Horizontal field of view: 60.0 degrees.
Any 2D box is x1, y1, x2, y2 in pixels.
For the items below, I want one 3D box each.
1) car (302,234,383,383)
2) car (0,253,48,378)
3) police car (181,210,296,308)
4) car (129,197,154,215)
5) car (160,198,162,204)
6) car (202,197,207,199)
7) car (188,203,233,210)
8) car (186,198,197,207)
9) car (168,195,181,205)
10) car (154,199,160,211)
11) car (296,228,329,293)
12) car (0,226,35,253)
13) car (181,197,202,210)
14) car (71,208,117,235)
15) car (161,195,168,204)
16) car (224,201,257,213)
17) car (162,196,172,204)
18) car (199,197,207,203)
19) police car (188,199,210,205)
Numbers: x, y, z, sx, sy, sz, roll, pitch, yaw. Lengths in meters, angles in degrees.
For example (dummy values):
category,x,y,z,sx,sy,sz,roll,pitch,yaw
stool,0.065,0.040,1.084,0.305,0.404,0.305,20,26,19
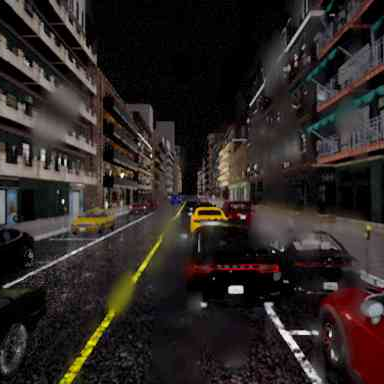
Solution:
category,x,y,z,sx,sy,sz,roll,pitch,yaw
car,2.689,1.456,2.991,1.967,1.590,4.097,0,0,0
car,-3.103,1.616,2.785,1.895,1.301,4.718,0,0,0
police car,0.753,1.467,8.237,1.930,1.638,5.238,0,0,0
car,-5.730,1.624,36.804,1.967,1.590,4.097,0,0,0
car,-5.743,1.820,48.076,1.802,1.307,4.206,0,0,0
car,2.612,1.871,70.796,1.752,1.417,4.829,0,0,0
car,0.880,1.570,18.121,1.882,1.535,5.008,0,0,0
car,-0.066,1.853,58.671,1.994,1.385,4.181,0,0,0
car,-3.062,1.544,65.651,2.150,2.045,5.566,0,0,0
car,-5.736,1.526,42.441,2.192,1.841,5.009,0,0,0
car,2.682,1.596,8.626,2.008,1.369,4.403,0,0,0
car,-5.699,1.611,8.620,1.947,1.339,4.313,0,0,0
car,-0.036,1.716,45.209,2.128,1.511,4.902,0,0,0
car,-5.711,1.626,19.723,1.752,1.417,4.829,0,0,0
car,-5.767,1.660,70.622,2.192,1.841,5.009,0,0,0
car,2.671,1.416,19.900,2.192,1.841,5.009,0,0,0
car,-5.774,1.812,76.257,1.967,1.590,4.097,0,0,0
car,2.599,1.943,81.899,1.887,1.381,4.507,0,0,0
police car,0.873,1.548,24.231,1.930,1.638,5.238,0,0,0
